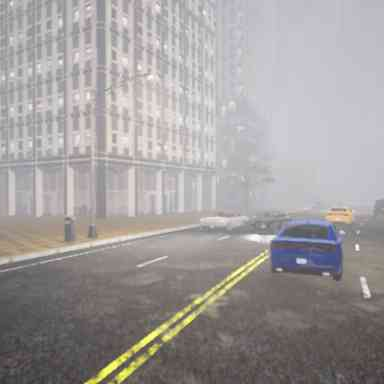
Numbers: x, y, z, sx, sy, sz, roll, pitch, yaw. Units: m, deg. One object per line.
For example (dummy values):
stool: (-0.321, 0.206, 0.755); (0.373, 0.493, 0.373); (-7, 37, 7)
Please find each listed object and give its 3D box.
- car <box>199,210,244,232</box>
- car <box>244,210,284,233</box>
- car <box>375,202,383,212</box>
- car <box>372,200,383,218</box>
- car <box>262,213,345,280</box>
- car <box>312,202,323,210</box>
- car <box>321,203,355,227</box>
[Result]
car: (2.259, 1.925, 22.947); (1.895, 1.301, 4.718); (0, -1, 27)
car: (5.097, 1.884, 21.319); (1.994, 1.385, 4.181); (0, -1, 27)
car: (30.068, 2.399, 52.499); (1.812, 1.442, 4.674); (0, -1, 27)
car: (21.231, 1.846, 36.634); (2.150, 2.045, 5.566); (0, -1, 31)
car: (3.817, 1.649, 10.749); (1.882, 1.535, 5.008); (0, -1, 24)
car: (22.405, 2.437, 58.843); (1.812, 1.442, 4.674); (0, -1, 27)
car: (12.089, 1.916, 27.123); (1.882, 1.535, 5.008); (0, -1, 29)
